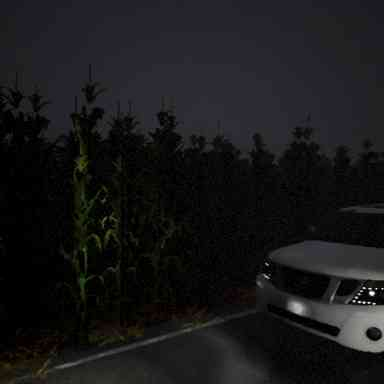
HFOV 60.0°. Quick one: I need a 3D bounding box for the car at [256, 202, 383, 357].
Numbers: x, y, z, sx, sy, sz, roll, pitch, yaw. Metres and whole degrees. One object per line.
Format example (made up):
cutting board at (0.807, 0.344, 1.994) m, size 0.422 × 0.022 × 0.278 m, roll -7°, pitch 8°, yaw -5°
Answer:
car at (3.682, 1.238, 6.153) m, size 5.566 × 2.045 × 2.150 m, roll 0°, pitch 0°, yaw -36°
